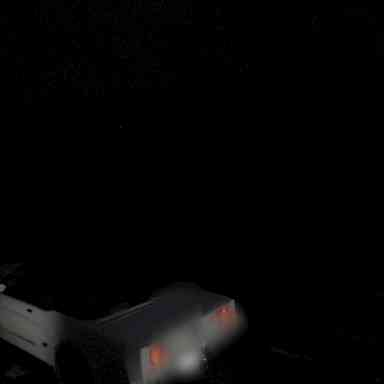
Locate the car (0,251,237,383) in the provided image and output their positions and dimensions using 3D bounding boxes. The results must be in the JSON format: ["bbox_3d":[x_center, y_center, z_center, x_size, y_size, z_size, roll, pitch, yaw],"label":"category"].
[{"bbox_3d":[-1.832,1.583,4.995,4.718,1.301,1.895,0,0,36],"label":"car"}]
